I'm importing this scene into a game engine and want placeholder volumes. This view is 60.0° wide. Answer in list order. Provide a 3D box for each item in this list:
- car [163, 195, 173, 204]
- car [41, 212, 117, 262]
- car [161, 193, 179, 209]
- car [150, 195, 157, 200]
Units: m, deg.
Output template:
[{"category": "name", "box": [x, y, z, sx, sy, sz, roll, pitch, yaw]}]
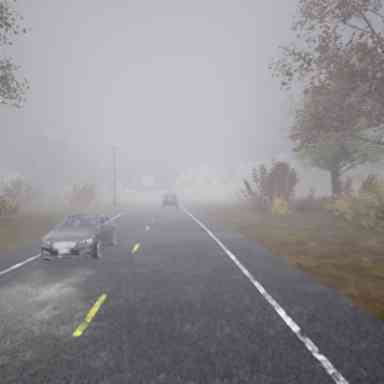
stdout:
[{"category": "car", "box": [-4.610, 1.406, 63.906, 1.882, 1.535, 5.008, -2, 1, -4]}, {"category": "car", "box": [-4.128, 1.570, 12.768, 2.128, 1.511, 4.902, -2, 0, -3]}, {"category": "car", "box": [-3.059, 1.182, 46.072, 2.150, 2.045, 5.566, -2, 0, -5]}, {"category": "car", "box": [-10.415, 1.502, 90.027, 2.033, 1.411, 5.357, -2, 0, -5]}]
